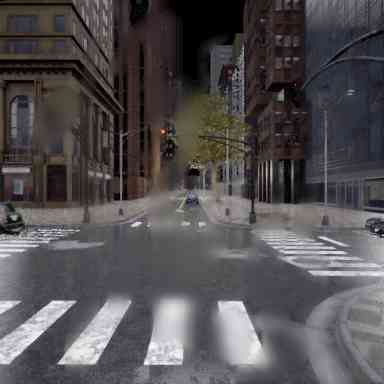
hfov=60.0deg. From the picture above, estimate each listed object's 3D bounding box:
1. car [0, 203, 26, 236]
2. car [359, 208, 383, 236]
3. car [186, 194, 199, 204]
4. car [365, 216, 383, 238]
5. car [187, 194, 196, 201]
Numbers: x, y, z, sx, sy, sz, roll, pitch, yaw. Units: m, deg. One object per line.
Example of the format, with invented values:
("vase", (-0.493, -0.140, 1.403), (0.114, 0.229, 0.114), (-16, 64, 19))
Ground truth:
("car", (-10.533, 1.267, 15.782), (4.553, 1.767, 2.097), (1, 0, 0))
("car", (11.907, 1.631, 18.350), (4.403, 1.369, 2.008), (0, 0, 0))
("car", (0.024, 1.086, 56.144), (2.097, 1.767, 4.553), (0, 0, -1))
("car", (11.112, 1.580, 15.686), (4.892, 1.490, 1.837), (0, 0, 0))
("car", (-0.056, 1.109, 70.734), (1.812, 1.442, 4.674), (0, 1, 0))
